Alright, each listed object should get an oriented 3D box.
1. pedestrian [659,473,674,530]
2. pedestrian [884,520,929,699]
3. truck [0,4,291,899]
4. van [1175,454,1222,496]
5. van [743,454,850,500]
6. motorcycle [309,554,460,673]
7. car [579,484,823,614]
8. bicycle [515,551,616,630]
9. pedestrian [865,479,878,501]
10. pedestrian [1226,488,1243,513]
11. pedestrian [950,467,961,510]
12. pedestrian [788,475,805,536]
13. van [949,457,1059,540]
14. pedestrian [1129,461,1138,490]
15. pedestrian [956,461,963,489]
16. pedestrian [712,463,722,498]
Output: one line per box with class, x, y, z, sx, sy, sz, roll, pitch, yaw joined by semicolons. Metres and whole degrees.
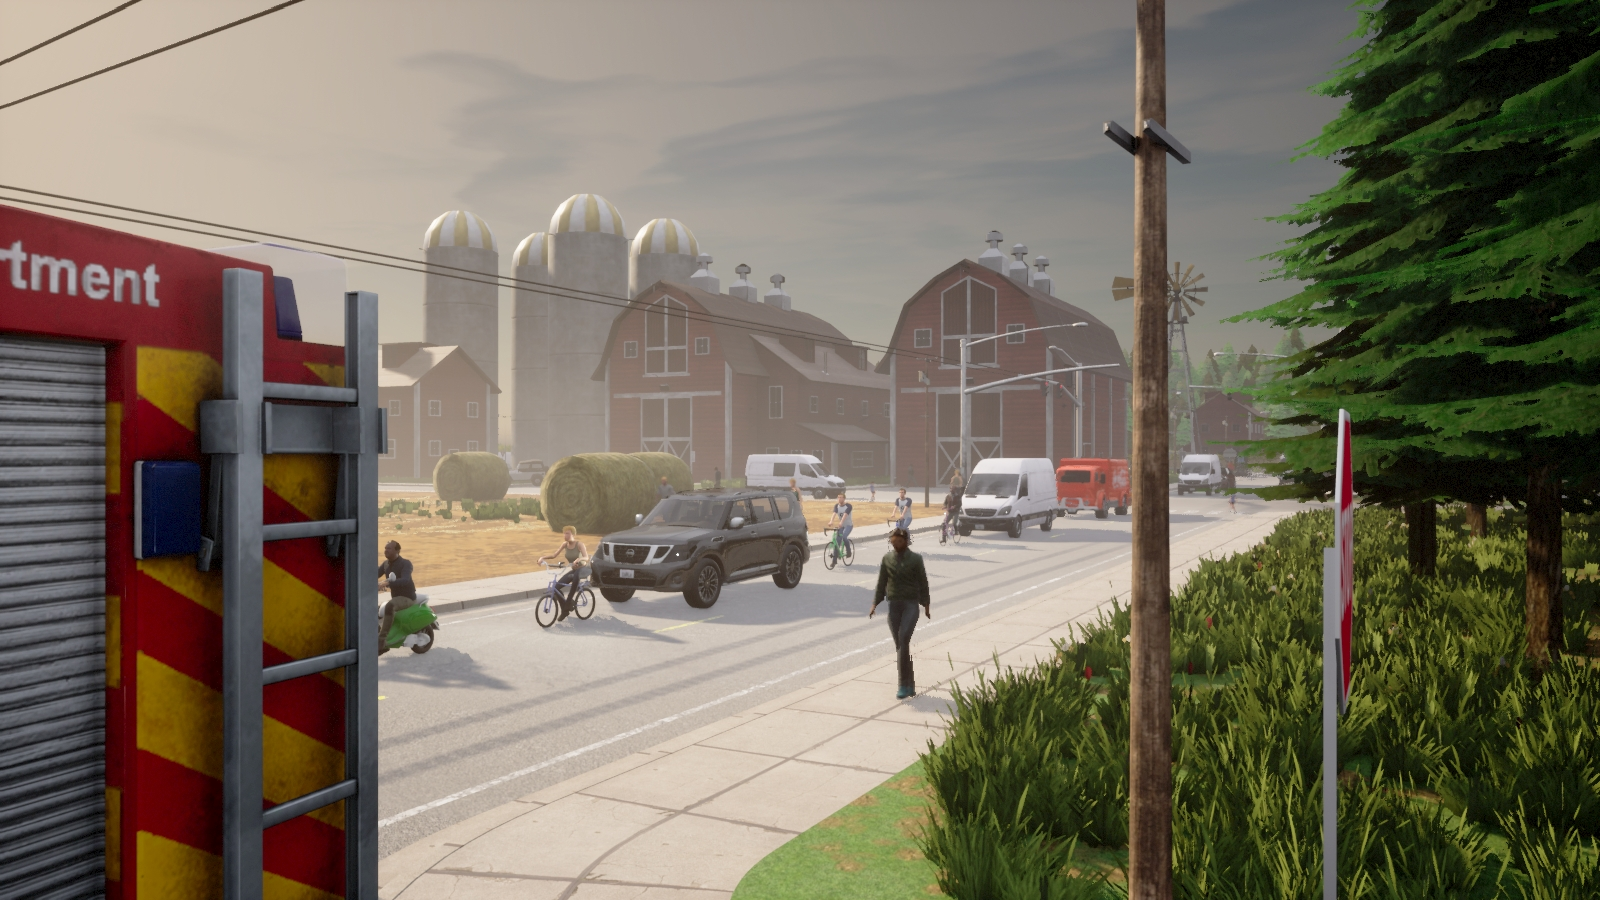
pedestrian;-4.369;1.677;37.360;0.375;1.860;0.375;0;0;20
pedestrian;1.146;1.696;12.285;0.375;1.860;0.375;0;0;27
truck;-6.046;0.867;3.694;8.468;3.827;2.891;0;0;21
van;25.711;1.534;73.539;1.988;2.561;5.915;0;0;28
van;-0.223;1.504;65.692;5.915;2.561;1.988;0;0;27
motorcycle;-5.546;2.142;15.355;0.856;1.316;1.805;0;0;28
car;-1.731;1.779;22.468;2.150;2.045;5.566;0;0;27
bicycle;-3.806;2.256;18.624;0.859;1.080;1.487;0;0;28
pedestrian;3.630;2.049;58.113;0.500;1.100;0.500;0;0;32
pedestrian;19.214;2.227;50.538;0.500;1.100;0.500;0;0;-38
pedestrian;6.847;1.681;50.277;0.375;1.860;0.375;0;0;27
pedestrian;-0.113;1.695;35.101;0.375;1.860;0.375;0;0;41
van;7.076;1.534;38.974;1.988;2.561;5.915;0;0;28
pedestrian;22.186;1.695;75.996;0.375;1.860;0.375;0;0;-18
pedestrian;10.800;1.703;77.227;0.375;1.860;0.375;0;0;27
pedestrian;-4.554;1.670;62.574;0.375;1.860;0.375;0;0;39
